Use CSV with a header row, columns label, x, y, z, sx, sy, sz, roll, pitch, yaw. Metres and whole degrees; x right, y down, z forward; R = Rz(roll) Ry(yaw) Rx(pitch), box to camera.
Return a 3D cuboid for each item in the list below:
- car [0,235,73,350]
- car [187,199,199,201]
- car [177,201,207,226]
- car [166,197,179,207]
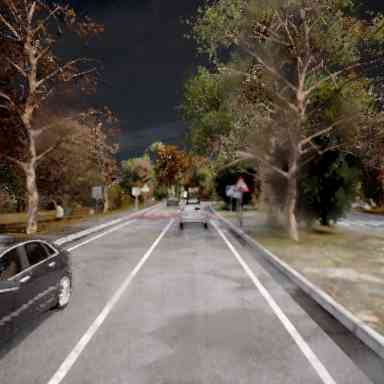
label,x,y,z,sx,sy,sz,roll,pitch,yaw
car,-3.350,1.506,5.000,1.837,1.490,4.892,0,0,0
car,0.139,1.612,42.244,1.882,1.535,5.008,0,0,0
car,0.101,1.625,23.874,1.812,1.442,4.674,0,0,0
car,-3.036,1.574,53.246,1.837,1.490,4.892,0,0,2
